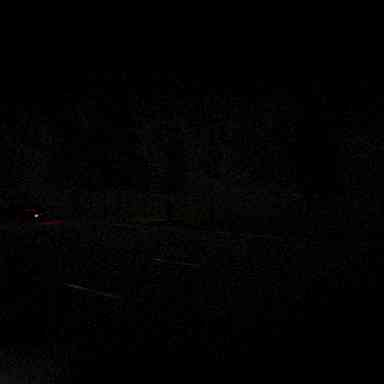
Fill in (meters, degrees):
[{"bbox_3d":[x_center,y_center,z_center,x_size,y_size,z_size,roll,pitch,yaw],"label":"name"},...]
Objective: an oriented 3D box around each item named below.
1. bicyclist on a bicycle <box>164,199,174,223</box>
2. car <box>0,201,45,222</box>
[{"bbox_3d":[-1.572,1.310,22.845,0.582,1.620,1.656,0,-2,-23],"label":"bicyclist on a bicycle"},{"bbox_3d":[-13.536,1.505,26.066,4.892,1.490,1.837,0,0,35],"label":"car"}]
